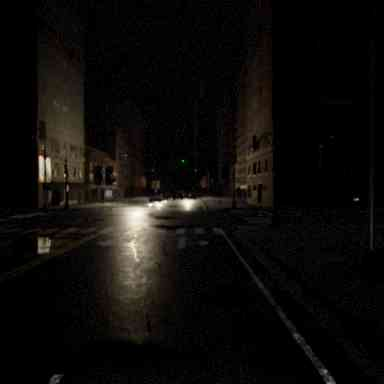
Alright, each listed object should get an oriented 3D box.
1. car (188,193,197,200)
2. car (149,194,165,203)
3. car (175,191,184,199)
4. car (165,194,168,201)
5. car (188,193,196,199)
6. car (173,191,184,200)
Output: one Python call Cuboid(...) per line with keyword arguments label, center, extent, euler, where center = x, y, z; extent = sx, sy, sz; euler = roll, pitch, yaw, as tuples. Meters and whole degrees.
Cuboid(label="car", center=(0.042, 1.142, 75.902), extent=(1.837, 1.490, 4.892), euler=(0, 0, 0))
Cuboid(label="car", center=(-6.506, 1.322, 59.057), extent=(1.895, 1.301, 4.718), euler=(0, 0, 1))
Cuboid(label="car", center=(-3.203, 0.714, 86.353), extent=(2.150, 2.045, 5.566), euler=(0, 0, 0))
Cuboid(label="car", center=(-6.459, 1.202, 74.588), extent=(1.994, 1.385, 4.181), euler=(0, 0, 0))
Cuboid(label="car", center=(0.047, 1.028, 86.321), extent=(2.033, 1.411, 5.357), euler=(0, 0, 0))
Cuboid(label="car", center=(-3.208, 0.867, 75.932), extent=(2.150, 2.045, 5.566), euler=(0, 0, 0))
